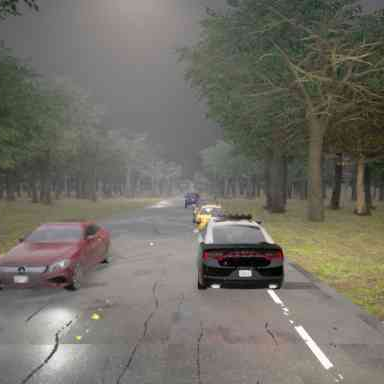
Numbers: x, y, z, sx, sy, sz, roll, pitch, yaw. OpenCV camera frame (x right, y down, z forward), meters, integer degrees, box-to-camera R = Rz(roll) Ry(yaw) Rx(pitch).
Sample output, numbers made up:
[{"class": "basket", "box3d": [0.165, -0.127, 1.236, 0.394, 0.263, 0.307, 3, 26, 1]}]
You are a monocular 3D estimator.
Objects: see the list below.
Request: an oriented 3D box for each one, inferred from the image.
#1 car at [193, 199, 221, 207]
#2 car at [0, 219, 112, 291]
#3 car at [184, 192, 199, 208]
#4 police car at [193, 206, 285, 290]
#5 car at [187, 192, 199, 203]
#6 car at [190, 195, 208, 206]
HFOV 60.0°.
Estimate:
[{"class": "car", "box3d": [1.093, 1.432, 19.306, 1.801, 1.575, 5.366, 0, 0, 0]}, {"class": "car", "box3d": [-3.479, 1.519, 9.104, 1.812, 1.442, 4.674, 0, 0, 0]}, {"class": "car", "box3d": [0.116, 1.107, 45.851, 2.150, 2.045, 5.566, 0, 0, 0]}, {"class": "police car", "box3d": [1.071, 1.418, 9.225, 1.930, 1.638, 5.238, 0, 0, 0]}, {"class": "car", "box3d": [0.143, 1.011, 64.121, 2.150, 2.045, 5.566, 0, 0, 0]}, {"class": "car", "box3d": [1.106, 1.313, 25.088, 2.097, 1.767, 4.553, 0, 0, 0]}]
